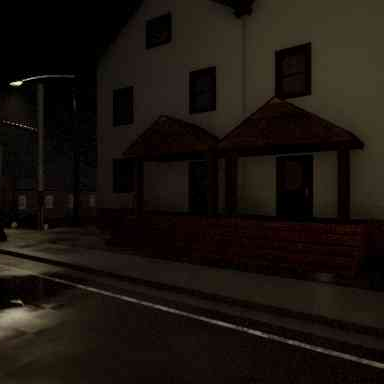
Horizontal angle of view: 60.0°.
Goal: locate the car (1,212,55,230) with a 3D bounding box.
[{"bbox_3d":[-14.682,2.564,29.466,1.837,1.490,4.892,0,-9,36],"label":"car"}]
